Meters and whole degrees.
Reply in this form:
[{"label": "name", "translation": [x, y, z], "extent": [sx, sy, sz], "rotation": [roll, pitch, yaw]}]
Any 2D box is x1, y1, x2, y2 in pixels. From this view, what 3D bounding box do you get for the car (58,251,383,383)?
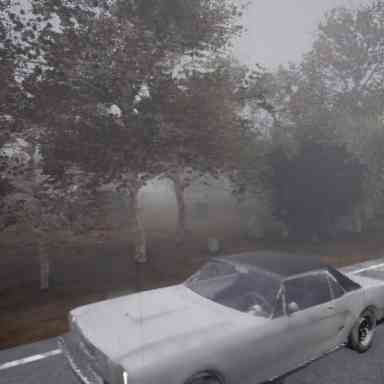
[{"label": "car", "translation": [0.781, 1.595, 4.541], "extent": [4.718, 1.301, 1.895], "rotation": [0, 0, -36]}]
